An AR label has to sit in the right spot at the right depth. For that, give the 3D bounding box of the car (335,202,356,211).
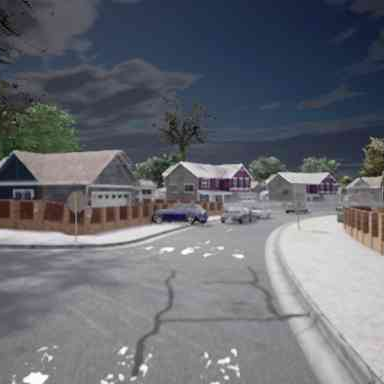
[{"bbox_3d":[26.885,2.577,58.185,4.902,1.511,2.128,1,-1,-38],"label":"car"}]

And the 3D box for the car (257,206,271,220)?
[{"bbox_3d":[6.670,2.122,34.395,1.895,1.301,4.718,0,-1,29],"label":"car"}]

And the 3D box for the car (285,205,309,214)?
[{"bbox_3d":[14.508,2.328,45.974,1.994,1.385,4.181,0,-1,40],"label":"car"}]

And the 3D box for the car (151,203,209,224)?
[{"bbox_3d":[-1.044,1.673,26.688,4.553,1.767,2.097,-1,-2,28],"label":"car"}]

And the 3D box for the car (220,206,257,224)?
[{"bbox_3d":[3.985,1.945,29.050,1.812,1.442,4.674,0,-1,25],"label":"car"}]
